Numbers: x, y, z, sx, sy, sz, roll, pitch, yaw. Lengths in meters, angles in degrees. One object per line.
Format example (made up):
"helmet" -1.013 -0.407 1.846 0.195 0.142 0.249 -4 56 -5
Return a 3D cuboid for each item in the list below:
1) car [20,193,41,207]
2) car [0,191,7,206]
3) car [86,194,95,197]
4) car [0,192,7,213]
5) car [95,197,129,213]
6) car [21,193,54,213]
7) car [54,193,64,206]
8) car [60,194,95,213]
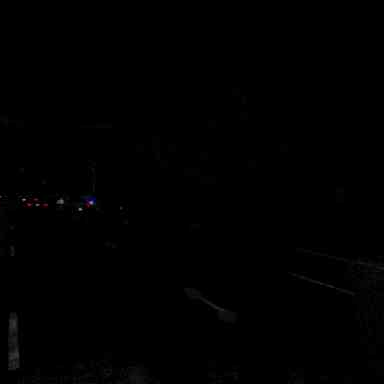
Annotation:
"car" -19.246 0.860 39.449 2.033 1.411 5.357 2 0 -28
"car" -22.872 0.679 38.824 2.128 1.511 4.902 2 0 -28
"car" -13.704 1.029 43.929 1.812 1.442 4.674 2 0 -28
"car" -16.913 0.891 27.749 2.128 1.511 4.902 2 0 -28
"car" -7.644 1.212 32.669 2.128 1.511 4.902 2 0 -28
"car" -13.660 1.059 29.081 2.033 1.411 5.357 2 0 -28
"car" -16.709 0.907 42.134 1.837 1.490 4.892 2 1 -28
"car" -10.871 1.209 31.281 1.895 1.301 4.718 2 0 -28
